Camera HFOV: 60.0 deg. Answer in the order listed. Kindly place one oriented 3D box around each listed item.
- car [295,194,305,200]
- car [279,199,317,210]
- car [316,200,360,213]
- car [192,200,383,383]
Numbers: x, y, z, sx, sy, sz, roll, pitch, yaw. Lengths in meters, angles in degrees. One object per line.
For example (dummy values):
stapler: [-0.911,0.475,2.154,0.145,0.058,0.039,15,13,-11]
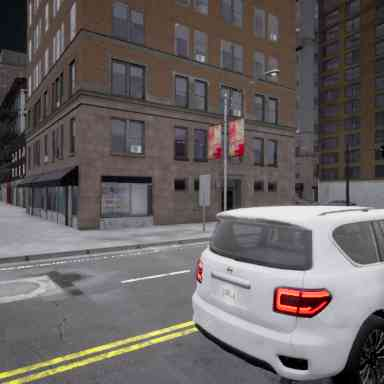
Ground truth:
car: [11.152,1.237,42.404,2.150,2.045,5.566,0,0,-34]
car: [13.694,1.581,43.350,2.008,1.369,4.403,0,0,-35]
car: [16.945,1.596,38.714,1.947,1.339,4.313,0,0,-35]
car: [2.618,1.222,5.294,5.566,2.045,2.150,0,0,-35]
